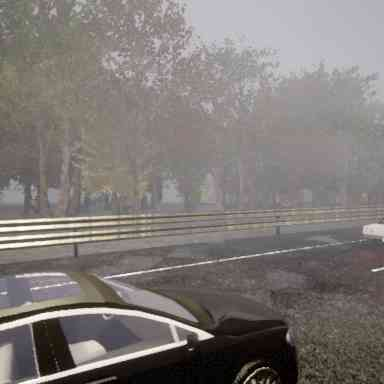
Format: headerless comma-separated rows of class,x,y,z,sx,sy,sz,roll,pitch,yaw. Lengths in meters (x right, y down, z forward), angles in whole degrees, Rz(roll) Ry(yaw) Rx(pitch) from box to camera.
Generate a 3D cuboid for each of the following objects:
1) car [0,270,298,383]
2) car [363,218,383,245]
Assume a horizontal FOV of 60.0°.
car,-1.125,1.492,2.864,4.902,1.511,2.128,0,0,-35
car,9.404,1.580,14.024,4.718,1.301,1.895,0,0,-32
